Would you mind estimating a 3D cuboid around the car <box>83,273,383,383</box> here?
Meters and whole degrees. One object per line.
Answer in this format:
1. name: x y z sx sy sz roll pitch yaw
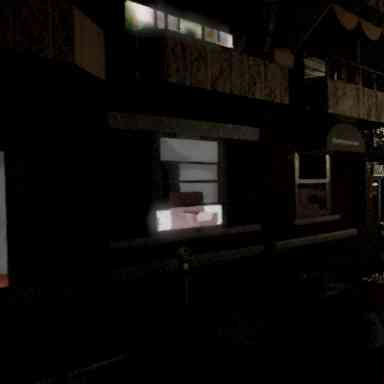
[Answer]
1. car: 0.978 1.540 3.136 4.206 1.307 1.802 -1 0 -35
